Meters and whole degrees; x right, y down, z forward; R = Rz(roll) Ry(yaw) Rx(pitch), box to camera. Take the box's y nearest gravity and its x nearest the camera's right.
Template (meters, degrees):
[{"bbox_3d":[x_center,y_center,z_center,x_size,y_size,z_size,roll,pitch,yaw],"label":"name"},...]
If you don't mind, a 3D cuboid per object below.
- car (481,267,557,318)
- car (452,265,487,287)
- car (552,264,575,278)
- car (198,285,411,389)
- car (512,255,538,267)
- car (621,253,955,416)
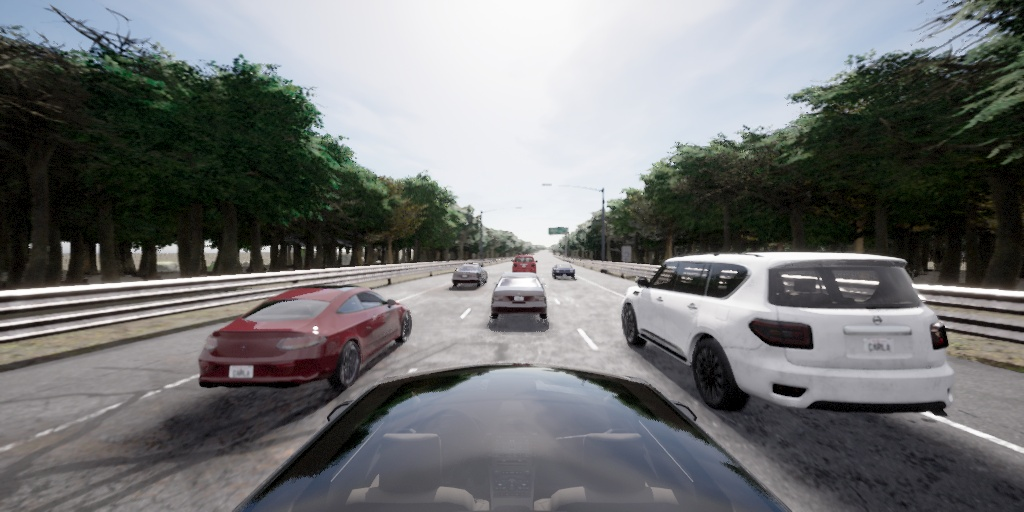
[{"bbox_3d":[0.268,1.297,13.009,2.033,1.411,5.357,0,0,1],"label":"car"},{"bbox_3d":[-2.803,1.294,24.684,2.033,1.411,5.357,0,0,3],"label":"car"},{"bbox_3d":[4.705,1.355,33.251,1.895,1.301,4.718,0,0,4],"label":"car"},{"bbox_3d":[-3.351,1.273,6.763,1.812,1.442,4.674,0,0,0],"label":"car"},{"bbox_3d":[1.203,0.972,33.365,2.150,2.045,5.566,0,0,4],"label":"car"},{"bbox_3d":[3.651,0.974,6.226,2.150,2.045,5.566,0,0,1],"label":"car"}]
